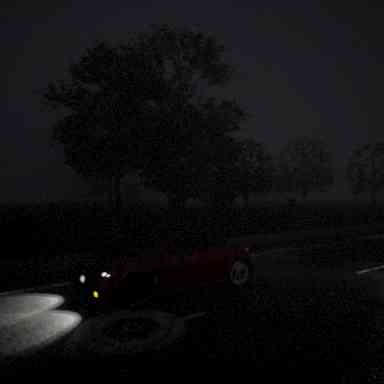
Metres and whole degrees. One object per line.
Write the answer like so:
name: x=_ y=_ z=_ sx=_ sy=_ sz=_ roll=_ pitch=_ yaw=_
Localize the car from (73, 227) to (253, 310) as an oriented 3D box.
car: x=-0.554 y=1.556 z=7.815 sx=4.181 sy=1.385 sz=1.994 roll=0 pitch=0 yaw=-35
